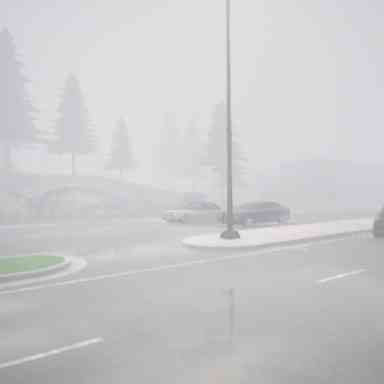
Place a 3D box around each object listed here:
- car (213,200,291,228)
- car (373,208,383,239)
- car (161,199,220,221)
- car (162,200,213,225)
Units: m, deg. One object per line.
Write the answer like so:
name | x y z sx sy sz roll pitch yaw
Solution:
car | 3.926 1.285 20.333 4.892 1.490 1.837 -1 1 -33
car | 9.919 1.114 14.445 4.553 1.767 2.097 -1 1 -33
car | -0.119 1.342 26.049 4.181 1.385 1.994 -1 1 -33
car | 0.378 1.406 22.188 4.718 1.301 1.895 -1 1 -33
